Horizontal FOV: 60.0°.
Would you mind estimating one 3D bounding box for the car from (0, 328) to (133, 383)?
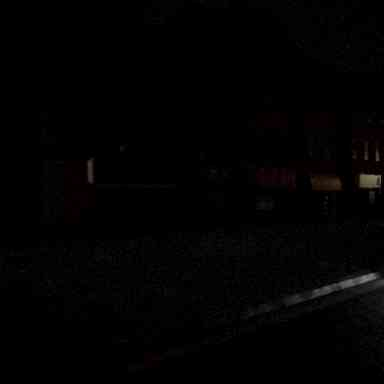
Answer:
[{"bbox_3d":[-2.414,1.523,1.349,4.674,1.442,1.812,0,0,-35],"label":"car"}]
